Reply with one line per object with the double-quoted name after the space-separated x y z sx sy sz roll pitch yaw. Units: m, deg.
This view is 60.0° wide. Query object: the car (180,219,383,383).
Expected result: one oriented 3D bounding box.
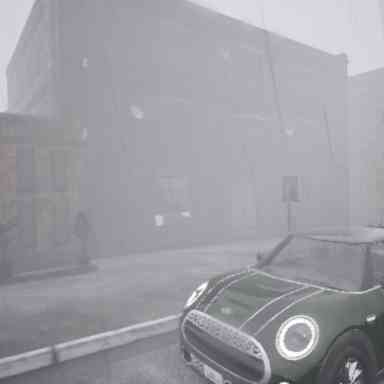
2.056 1.351 4.828 4.553 1.767 2.097 0 0 -35 "car"
